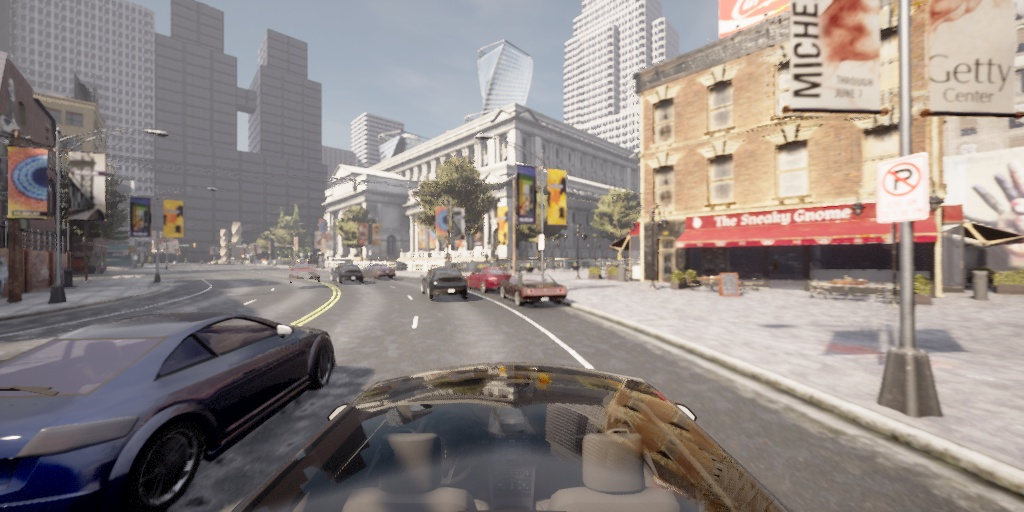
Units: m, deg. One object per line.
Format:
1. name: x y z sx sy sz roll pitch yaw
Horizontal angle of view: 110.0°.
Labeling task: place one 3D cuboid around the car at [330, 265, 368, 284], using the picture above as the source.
1. car: -13.674 1.449 29.644 1.837 1.490 4.892 0 0 -36

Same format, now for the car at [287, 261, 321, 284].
1. car: -14.373 1.061 24.774 1.812 1.442 4.674 0 0 -33

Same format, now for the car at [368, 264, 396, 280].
1. car: -13.029 1.509 34.564 2.033 1.411 5.357 0 0 -41

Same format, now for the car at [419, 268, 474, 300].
1. car: -3.600 1.349 18.581 1.837 1.490 4.892 0 0 -20

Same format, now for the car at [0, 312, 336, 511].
1. car: -3.764 1.342 4.182 1.994 1.385 4.181 0 0 -5
